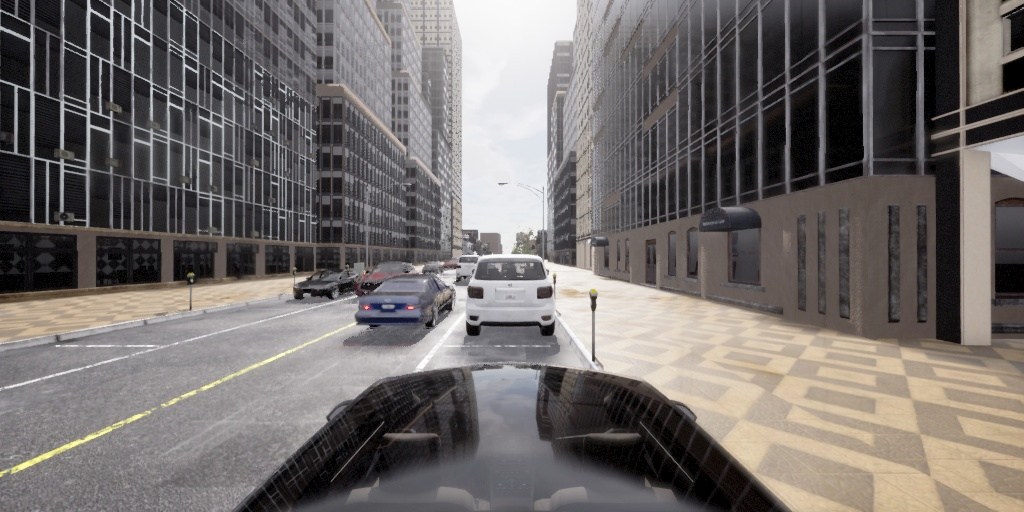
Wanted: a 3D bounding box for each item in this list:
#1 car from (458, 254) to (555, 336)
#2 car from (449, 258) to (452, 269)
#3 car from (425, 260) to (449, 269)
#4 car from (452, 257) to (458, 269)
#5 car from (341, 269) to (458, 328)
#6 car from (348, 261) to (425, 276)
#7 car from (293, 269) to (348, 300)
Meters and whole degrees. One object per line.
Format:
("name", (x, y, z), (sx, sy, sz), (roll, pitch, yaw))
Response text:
("car", (-0.039, 0.977, 10.529), (2.150, 2.045, 5.566), (0, 0, 0))
("car", (-8.836, 1.273, 51.803), (1.888, 1.381, 4.507), (0, 0, 0))
("car", (-8.836, 1.286, 40.419), (2.007, 1.370, 4.403), (0, 0, 0))
("car", (-3.145, 0.963, 29.024), (2.150, 2.045, 5.566), (0, 0, 0))
("car", (-3.045, 1.296, 11.333), (2.033, 1.411, 5.357), (0, 0, 0))
("car", (-6.246, 1.099, 18.455), (2.097, 1.767, 4.553), (0, 0, 0))
("car", (-8.836, 1.313, 17.650), (1.948, 1.339, 4.313), (0, 0, 0))
